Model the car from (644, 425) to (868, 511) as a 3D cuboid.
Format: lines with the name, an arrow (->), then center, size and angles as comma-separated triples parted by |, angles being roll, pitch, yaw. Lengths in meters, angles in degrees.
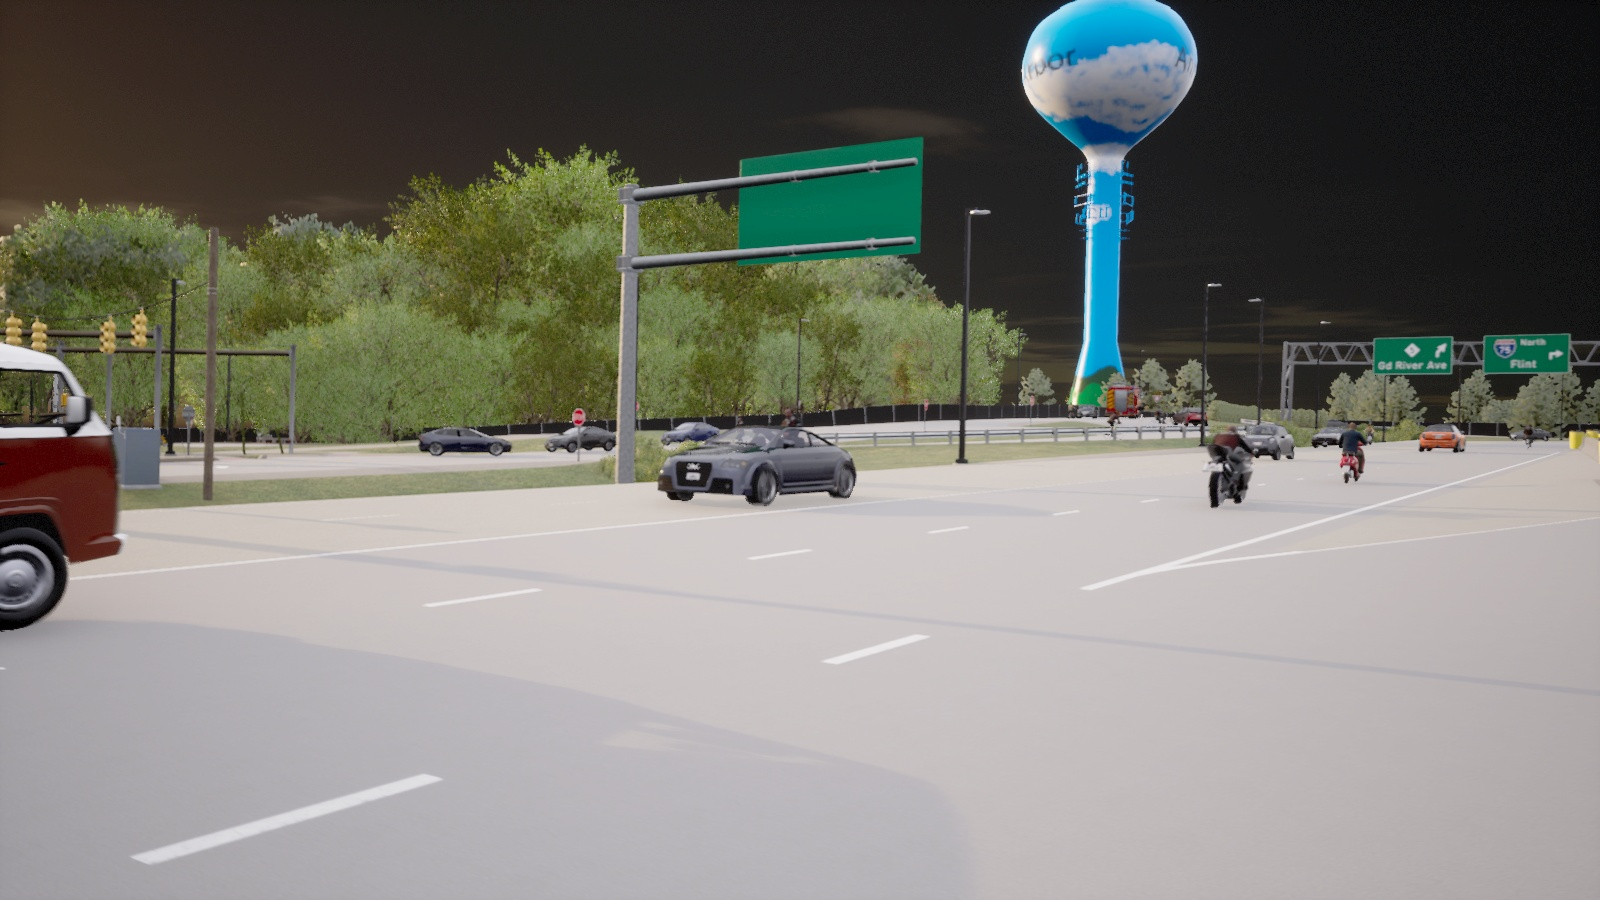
car -> -0.693, 0.255, 22.882 | 1.994, 1.385, 4.181 | 1, 2, 34

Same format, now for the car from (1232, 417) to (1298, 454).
car -> 19.920, -0.657, 53.699 | 1.845, 1.501, 3.633 | 1, 2, 34

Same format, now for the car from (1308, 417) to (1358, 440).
car -> 35.167, -1.447, 82.790 | 2.033, 1.411, 5.357 | 1, 2, 34

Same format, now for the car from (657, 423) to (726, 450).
car -> -6.870, -0.883, 79.900 | 1.812, 1.442, 4.674 | 1, 4, 34

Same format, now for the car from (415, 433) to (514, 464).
car -> -17.507, -0.106, 65.777 | 4.792, 1.488, 2.163 | -1, 2, -10

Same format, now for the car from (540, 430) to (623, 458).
car -> -12.403, -0.374, 71.566 | 1.812, 1.442, 4.674 | 1, 3, 37

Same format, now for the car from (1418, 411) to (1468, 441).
car -> 38.587, -1.456, 75.313 | 2.097, 1.767, 4.553 | 1, 2, 34

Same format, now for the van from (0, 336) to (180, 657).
van -> -6.264, 0.323, 7.553 | 2.069, 2.038, 4.480 | -1, 1, 14

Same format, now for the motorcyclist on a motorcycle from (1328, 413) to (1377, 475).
motorcyclist on a motorcycle -> 14.615, -0.185, 33.177 | 0.866, 1.590, 1.817 | 1, 2, 34

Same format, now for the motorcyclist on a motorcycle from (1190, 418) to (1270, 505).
motorcyclist on a motorcycle -> 7.989, 0.171, 23.271 | 0.866, 1.530, 2.191 | 1, 2, 34
